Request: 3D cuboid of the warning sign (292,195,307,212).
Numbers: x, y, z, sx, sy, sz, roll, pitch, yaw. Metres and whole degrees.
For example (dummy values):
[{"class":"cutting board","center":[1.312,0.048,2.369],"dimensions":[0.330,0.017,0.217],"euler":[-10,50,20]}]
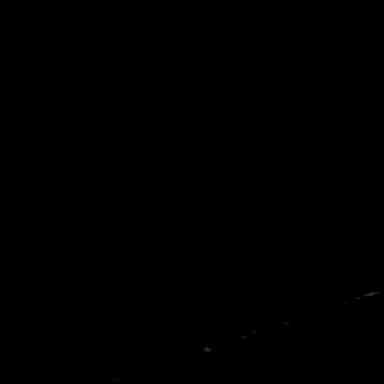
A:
[{"class":"warning sign","center":[12.321,1.321,38.080],"dimensions":[1.300,1.860,1.060],"euler":[0,0,-36]}]
